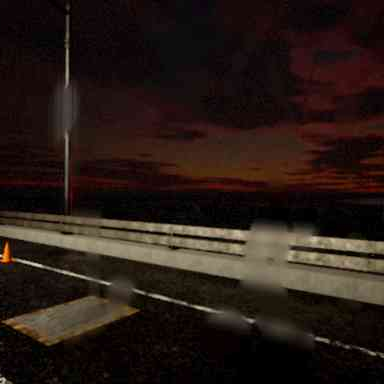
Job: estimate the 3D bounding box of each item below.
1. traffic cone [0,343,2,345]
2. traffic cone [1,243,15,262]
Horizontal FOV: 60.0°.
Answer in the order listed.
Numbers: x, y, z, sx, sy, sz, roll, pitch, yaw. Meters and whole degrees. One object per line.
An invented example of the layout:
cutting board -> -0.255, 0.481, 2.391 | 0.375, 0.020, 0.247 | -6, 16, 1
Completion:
traffic cone -> -3.029, 1.953, 4.855 | 0.340, 0.580, 0.340 | 0, 0, 37
traffic cone -> -6.004, 1.952, 10.867 | 0.340, 0.580, 0.340 | 0, 0, 37
